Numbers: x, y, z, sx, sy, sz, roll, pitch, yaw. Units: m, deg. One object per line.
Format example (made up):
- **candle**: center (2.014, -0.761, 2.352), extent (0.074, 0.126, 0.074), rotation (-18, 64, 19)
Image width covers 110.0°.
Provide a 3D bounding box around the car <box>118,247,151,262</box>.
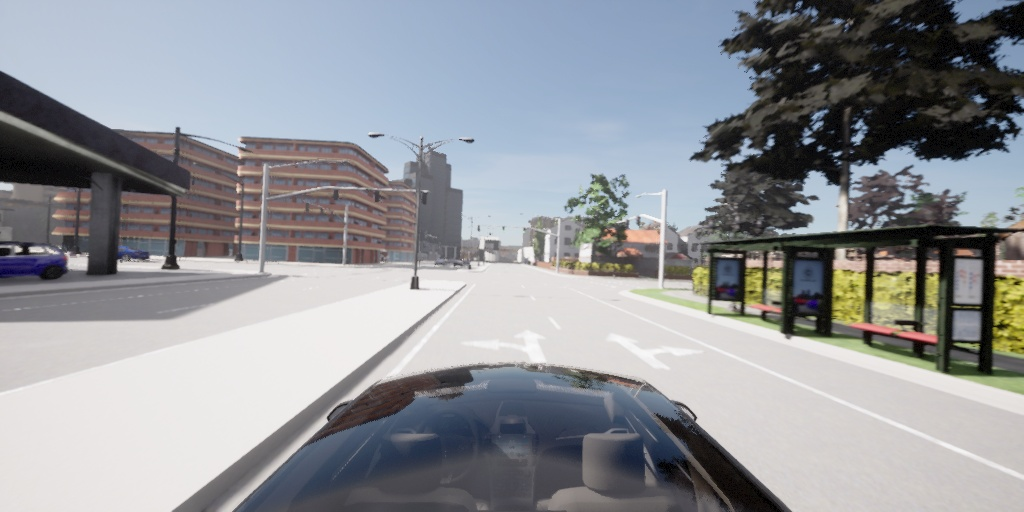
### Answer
- **car**: center (-41.077, -0.254, 37.607), extent (5.008, 1.535, 1.882), rotation (2, 0, -3)
